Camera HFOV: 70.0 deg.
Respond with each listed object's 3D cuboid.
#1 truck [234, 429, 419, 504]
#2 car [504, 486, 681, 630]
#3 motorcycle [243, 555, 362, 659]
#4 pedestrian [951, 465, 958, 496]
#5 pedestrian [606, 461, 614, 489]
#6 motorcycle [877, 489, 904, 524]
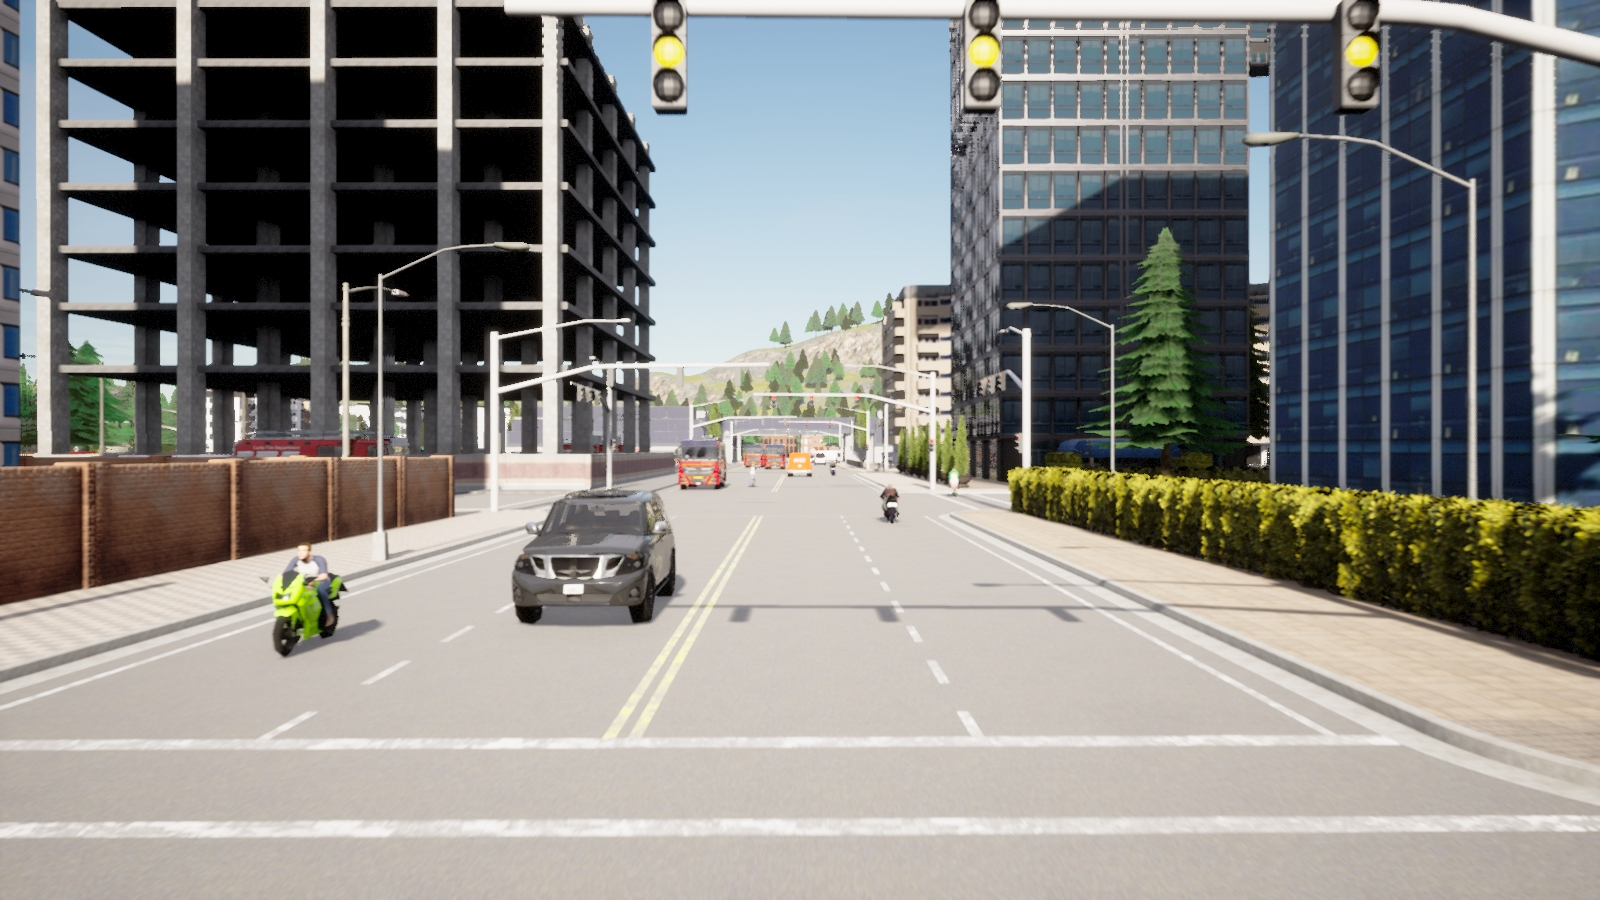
[{"bbox_3d":[-24.727,0.867,59.931,8.468,3.827,2.891,0,0,0],"label":"truck"},{"bbox_3d":[-3.499,1.768,20.467,2.150,2.045,5.566,0,0,0],"label":"car"},{"bbox_3d":[-6.999,2.179,16.207,0.803,1.199,2.033,0,0,0],"label":"motorcycle"},{"bbox_3d":[9.160,1.798,67.812,0.375,1.860,0.375,0,0,1],"label":"pedestrian"},{"bbox_3d":[-12.685,1.655,76.162,0.375,1.860,0.375,0,0,-36],"label":"pedestrian"},{"bbox_3d":[3.503,2.174,44.334,0.867,1.251,2.209,0,1,0],"label":"motorcycle"}]
